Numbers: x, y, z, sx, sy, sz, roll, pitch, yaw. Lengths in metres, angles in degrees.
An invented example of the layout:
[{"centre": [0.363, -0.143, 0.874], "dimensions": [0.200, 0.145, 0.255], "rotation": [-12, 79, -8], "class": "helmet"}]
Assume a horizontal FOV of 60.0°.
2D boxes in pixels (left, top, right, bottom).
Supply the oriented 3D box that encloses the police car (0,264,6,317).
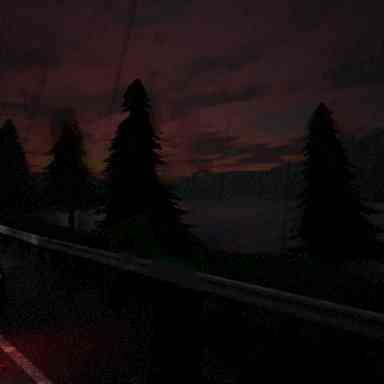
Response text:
[{"centre": [-5.229, 1.436, 6.358], "dimensions": [5.238, 1.638, 1.930], "rotation": [0, 0, 45], "class": "police car"}]
